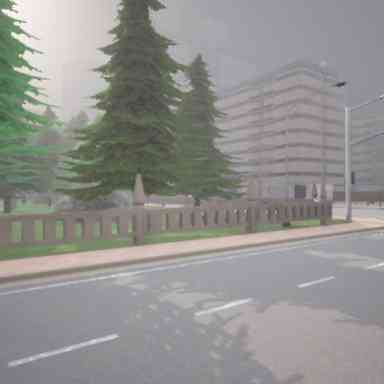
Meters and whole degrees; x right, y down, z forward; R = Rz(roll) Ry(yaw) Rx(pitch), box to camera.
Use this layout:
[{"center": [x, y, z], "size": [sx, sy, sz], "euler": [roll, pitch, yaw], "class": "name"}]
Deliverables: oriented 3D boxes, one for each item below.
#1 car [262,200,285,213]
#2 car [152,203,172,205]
[{"center": [9.143, 1.419, 35.503], "size": [1.812, 1.442, 4.674], "euler": [0, 0, -35], "class": "car"}, {"center": [-5.082, 1.493, 55.550], "size": [1.895, 1.301, 4.718], "euler": [0, 0, -35], "class": "car"}]
